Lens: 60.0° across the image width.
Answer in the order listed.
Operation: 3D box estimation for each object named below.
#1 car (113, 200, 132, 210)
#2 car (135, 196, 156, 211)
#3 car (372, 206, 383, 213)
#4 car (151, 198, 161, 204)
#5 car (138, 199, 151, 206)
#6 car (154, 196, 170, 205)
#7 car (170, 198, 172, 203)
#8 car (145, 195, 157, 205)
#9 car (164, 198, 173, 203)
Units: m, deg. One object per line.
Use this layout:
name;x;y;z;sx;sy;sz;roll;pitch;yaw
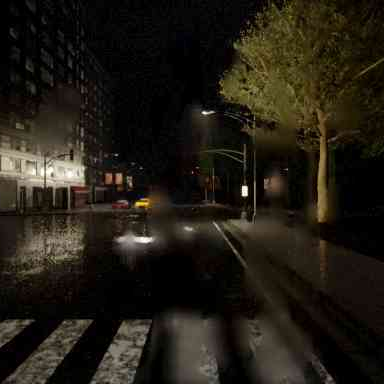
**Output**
car;-9.770;1.801;46.809;1.994;1.385;4.181;0;-1;1
car;-6.490;1.702;45.350;1.882;1.535;5.008;0;0;0
car;41.790;3.910;74.394;4.892;1.490;1.837;4;-3;-45
car;-9.536;2.290;87.989;2.128;1.511;4.902;0;-1;0
car;-9.599;2.027;67.222;1.994;1.385;4.181;0;-1;1
car;-6.341;2.025;68.268;2.033;1.411;5.357;0;-1;0
car;-6.309;2.148;78.597;1.812;1.442;4.674;0;-1;0
car;-9.562;1.835;77.649;2.150;2.045;5.566;0;-1;0
car;-6.283;2.323;89.231;2.033;1.411;5.357;0;-1;0
